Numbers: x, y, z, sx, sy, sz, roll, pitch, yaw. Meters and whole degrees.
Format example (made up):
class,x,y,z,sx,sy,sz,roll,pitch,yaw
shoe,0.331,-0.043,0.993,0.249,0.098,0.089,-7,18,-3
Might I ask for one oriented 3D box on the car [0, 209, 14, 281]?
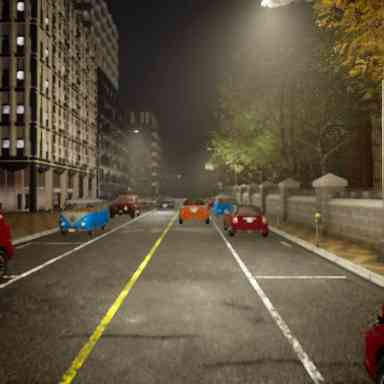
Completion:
class,x,y,z,sx,sy,sz,roll,pitch,yaw
car,-5.669,1.291,6.763,2.192,1.841,5.009,1,0,0

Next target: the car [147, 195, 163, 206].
class,x,y,z,sx,sy,sz,roll,pitch,yaw
car,-5.576,1.240,50.558,1.967,1.590,4.097,1,0,0

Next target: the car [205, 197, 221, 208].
class,x,y,z,sx,sy,sz,roll,pitch,yaw
car,2.792,1.394,45.041,1.947,1.339,4.313,1,0,0

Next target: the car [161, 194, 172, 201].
class,x,y,z,sx,sy,sz,roll,pitch,yaw
car,-5.530,1.241,72.455,2.008,1.369,4.403,1,0,0

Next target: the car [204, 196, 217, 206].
class,x,y,z,sx,sy,sz,roll,pitch,yaw
car,2.803,1.385,50.518,1.802,1.307,4.206,1,0,0

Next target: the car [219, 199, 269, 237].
class,x,y,z,sx,sy,sz,roll,pitch,yaw
car,2.734,1.380,17.646,1.967,1.590,4.097,1,0,0

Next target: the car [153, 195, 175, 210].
class,x,y,z,sx,sy,sz,roll,pitch,yaw
car,-3.013,1.340,39.695,2.128,1.511,4.902,0,0,0

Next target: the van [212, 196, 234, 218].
class,x,y,z,sx,sy,sz,roll,pitch,yaw
van,2.759,1.239,28.603,1.690,1.788,3.998,1,0,0

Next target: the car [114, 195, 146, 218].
class,x,y,z,sx,sy,sz,roll,pitch,yaw
car,-5.621,1.210,28.659,2.192,1.841,5.009,1,0,0

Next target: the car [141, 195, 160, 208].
class,x,y,z,sx,sy,sz,roll,pitch,yaw
car,-5.587,1.266,45.084,1.967,1.590,4.097,1,0,0

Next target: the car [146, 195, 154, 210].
class,x,y,z,sx,sy,sz,roll,pitch,yaw
car,-5.600,1.401,39.609,2.008,1.369,4.403,1,0,0

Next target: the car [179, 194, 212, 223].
class,x,y,z,sx,sy,sz,roll,pitch,yaw
car,0.150,1.264,24.625,2.097,1.767,4.553,0,0,0

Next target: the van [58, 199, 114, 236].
class,x,y,z,sx,sy,sz,roll,pitch,yaw
van,-5.645,1.278,17.712,1.690,1.788,3.998,1,0,0

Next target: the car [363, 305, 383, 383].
class,x,y,z,sx,sy,sz,roll,pitch,yaw
car,2.700,1.312,1.210,2.192,1.841,5.009,1,0,0
